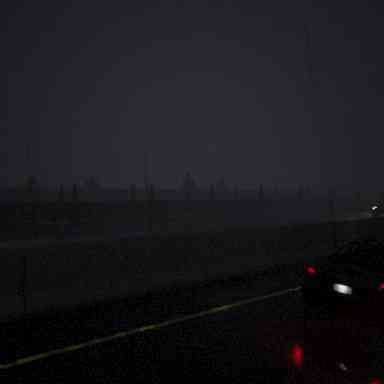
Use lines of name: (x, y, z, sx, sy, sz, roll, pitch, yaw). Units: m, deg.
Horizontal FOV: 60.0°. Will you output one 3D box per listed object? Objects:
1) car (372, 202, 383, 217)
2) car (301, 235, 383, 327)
car: (18.031, 1.367, 29.613, 4.553, 1.767, 2.097, 0, 0, -35)
car: (4.109, 1.567, 6.643, 4.181, 1.385, 1.994, 0, 0, -36)
